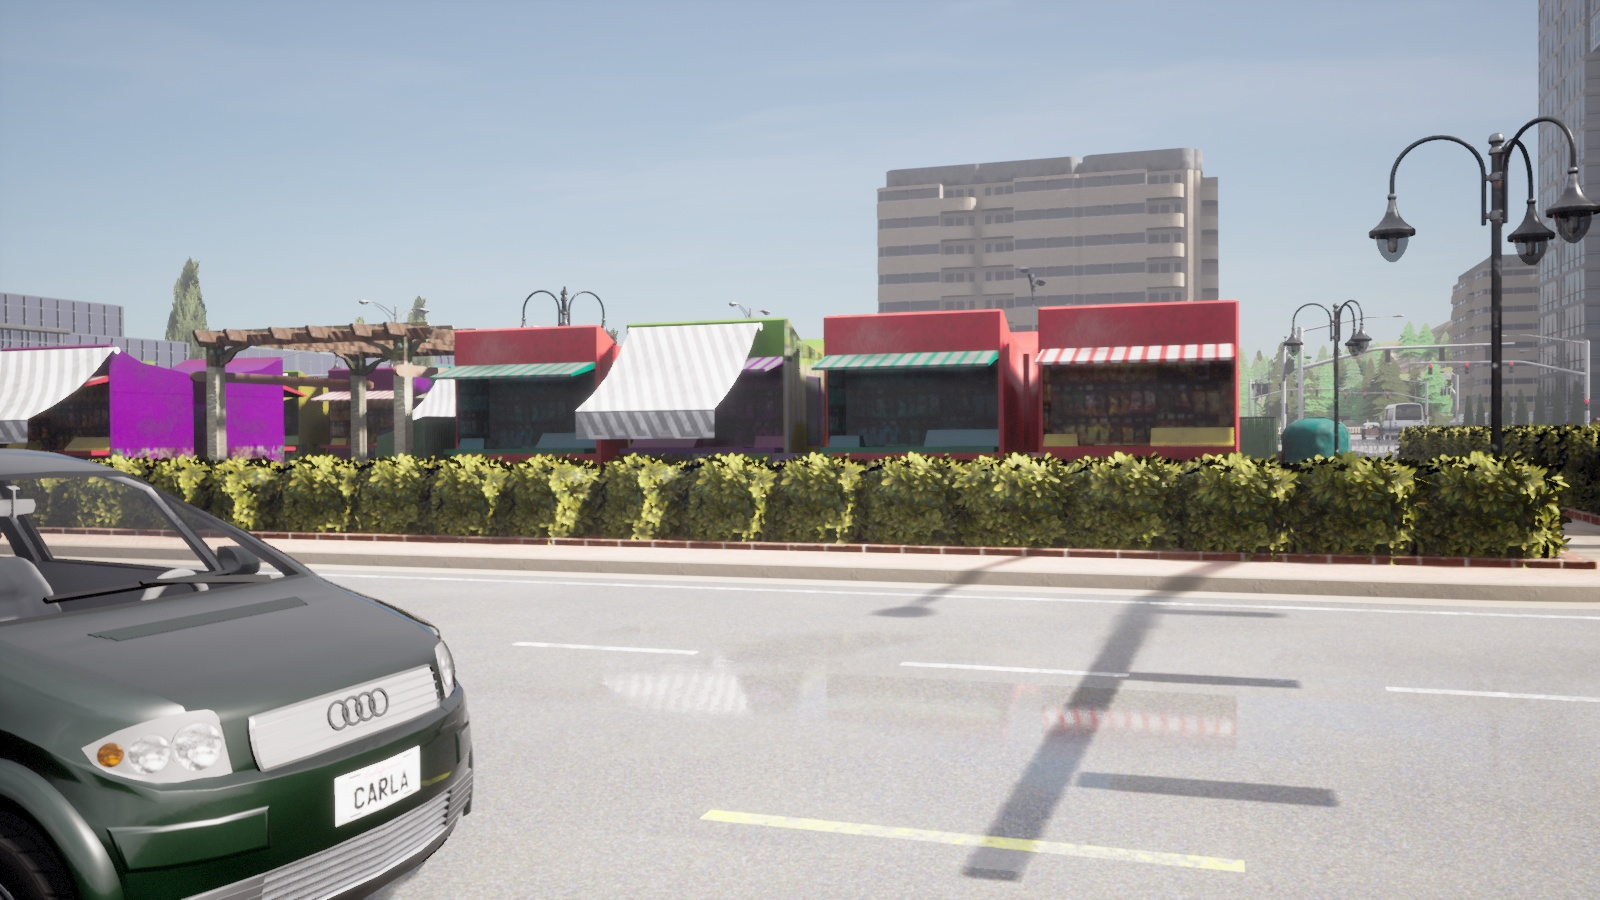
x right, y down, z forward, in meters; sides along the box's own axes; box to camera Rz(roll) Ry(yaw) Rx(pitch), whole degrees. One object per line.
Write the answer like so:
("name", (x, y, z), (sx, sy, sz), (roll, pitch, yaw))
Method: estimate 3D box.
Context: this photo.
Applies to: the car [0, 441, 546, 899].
("car", (-2.944, 0.751, 4.182), (3.705, 1.549, 1.789), (0, 1, 19))
